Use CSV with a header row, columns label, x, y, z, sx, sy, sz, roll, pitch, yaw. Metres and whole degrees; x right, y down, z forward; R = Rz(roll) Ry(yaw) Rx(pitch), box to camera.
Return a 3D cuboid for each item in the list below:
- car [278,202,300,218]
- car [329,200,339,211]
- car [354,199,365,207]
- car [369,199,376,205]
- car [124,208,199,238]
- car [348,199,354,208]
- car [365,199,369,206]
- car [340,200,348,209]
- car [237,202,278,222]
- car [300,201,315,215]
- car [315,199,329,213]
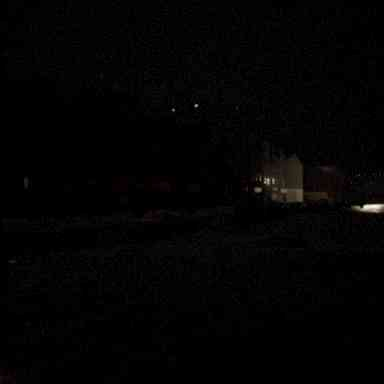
label,x,y,z,sx,sy,sz,roll,pitch,yaw
car,8.248,1.661,31.264,2.008,1.369,4.403,-1,-1,35
car,18.027,1.701,45.020,1.967,1.590,4.097,-1,-1,35
car,31.067,2.063,63.359,2.008,1.369,4.403,-1,-1,35
car,44.104,2.377,81.696,2.008,1.369,4.403,-1,-2,35
car,-1.433,1.517,17.648,1.752,1.417,4.829,0,-1,35
car,24.547,1.930,54.189,2.008,1.369,4.403,-1,-1,35
car,34.326,2.128,67.943,1.887,1.381,4.507,-1,-1,35
car,21.287,1.869,49.604,2.008,1.369,4.403,-1,-1,35
car,4.989,1.633,26.679,1.947,1.339,4.313,0,-1,35
car,11.508,1.739,35.849,1.802,1.307,4.206,-1,-1,35
car,14.768,1.752,40.434,1.887,1.381,4.507,-1,-1,35
